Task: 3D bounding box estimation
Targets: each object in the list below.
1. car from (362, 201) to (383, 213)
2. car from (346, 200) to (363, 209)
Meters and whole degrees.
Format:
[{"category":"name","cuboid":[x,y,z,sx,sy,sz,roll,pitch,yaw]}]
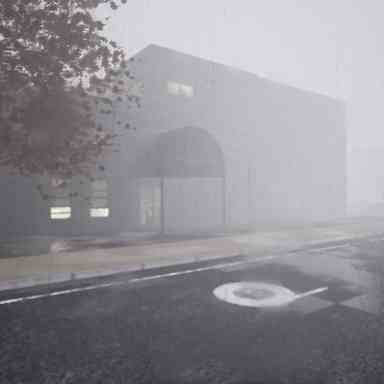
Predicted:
[{"category":"car","cuboid":[24.487,2.012,42.002,1.947,1.339,4.313,-1,0,-36]},{"category":"car","cuboid":[26.475,2.049,53.746,2.008,1.369,4.403,-1,0,-36]}]
